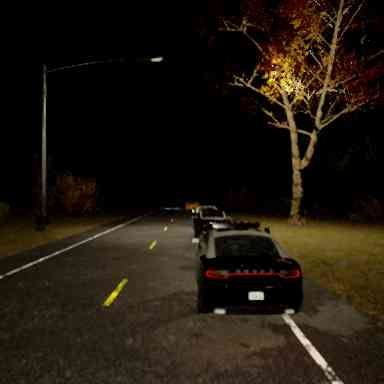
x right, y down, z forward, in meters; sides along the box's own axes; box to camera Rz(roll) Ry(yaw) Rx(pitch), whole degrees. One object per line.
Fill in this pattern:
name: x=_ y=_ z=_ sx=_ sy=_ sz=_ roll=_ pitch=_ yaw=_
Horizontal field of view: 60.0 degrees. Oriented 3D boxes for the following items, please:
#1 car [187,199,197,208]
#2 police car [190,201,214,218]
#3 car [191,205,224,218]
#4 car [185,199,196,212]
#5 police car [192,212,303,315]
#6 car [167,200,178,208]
car: x=-0.002 y=2.164 z=64.011 sx=1.837 sy=1.490 sz=4.892 roll=0 pitch=-1 yaw=0
police car: x=1.030 y=1.678 z=23.975 sx=1.930 sy=1.638 sz=5.238 roll=0 pitch=-1 yaw=0
car: x=1.027 y=1.695 z=17.865 sx=1.837 sy=1.490 sz=4.892 roll=0 pitch=-1 yaw=0
car: x=0.022 y=1.957 z=45.982 sx=1.882 sy=1.535 sz=5.008 roll=0 pitch=-1 yaw=1
police car: x=1.036 y=1.511 z=7.982 sx=1.930 sy=1.638 sz=5.238 roll=0 pitch=-1 yaw=0
car: x=-3.503 y=2.174 z=60.767 sx=2.033 sy=1.411 sz=5.357 roll=0 pitch=-1 yaw=0
